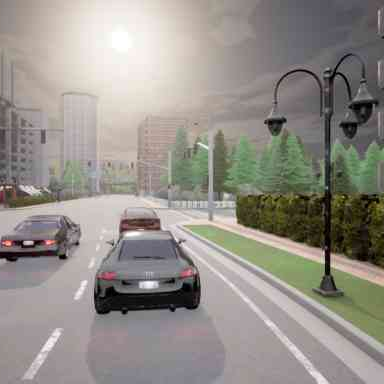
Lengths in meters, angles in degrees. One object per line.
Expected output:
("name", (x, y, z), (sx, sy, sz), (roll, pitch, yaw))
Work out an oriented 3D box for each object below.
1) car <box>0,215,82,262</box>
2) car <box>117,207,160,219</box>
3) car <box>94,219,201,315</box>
("car", (-5.316, 1.547, 12.266), (2.033, 1.411, 5.357), (0, 0, -11))
("car", (-2.658, 1.477, 16.539), (1.882, 1.535, 5.008), (0, 0, -12))
("car", (-1.041, 1.564, 7.701), (1.994, 1.385, 4.181), (0, 0, -9))
